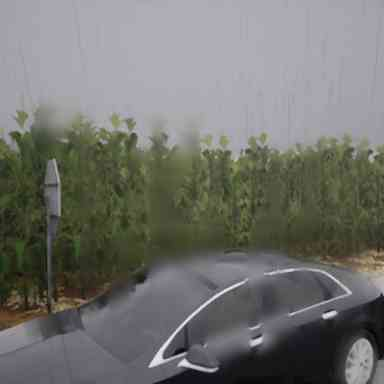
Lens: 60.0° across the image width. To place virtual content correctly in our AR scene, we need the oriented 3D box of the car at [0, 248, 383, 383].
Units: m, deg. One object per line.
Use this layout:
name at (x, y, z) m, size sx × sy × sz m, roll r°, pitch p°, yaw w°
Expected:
car at (0.150, 1.477, 3.592) m, size 4.892 × 1.490 × 1.837 m, roll -1°, pitch 1°, yaw -32°
